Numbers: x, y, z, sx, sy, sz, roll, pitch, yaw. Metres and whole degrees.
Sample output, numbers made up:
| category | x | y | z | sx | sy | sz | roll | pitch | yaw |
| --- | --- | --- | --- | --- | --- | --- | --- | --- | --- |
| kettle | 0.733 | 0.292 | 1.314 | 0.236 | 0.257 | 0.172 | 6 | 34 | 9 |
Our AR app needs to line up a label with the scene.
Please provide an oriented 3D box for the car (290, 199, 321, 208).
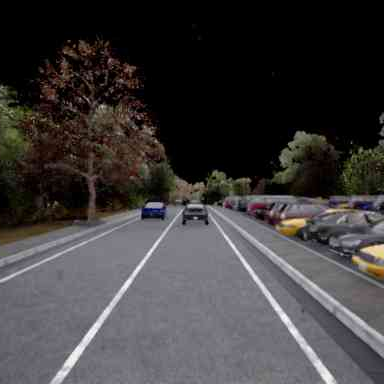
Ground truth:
| category | x | y | z | sx | sy | sz | roll | pitch | yaw |
| --- | --- | --- | --- | --- | --- | --- | --- | --- | --- |
| car | 20.547 | 2.032 | 60.594 | 4.892 | 1.521 | 2.231 | 0 | -1 | 0 |

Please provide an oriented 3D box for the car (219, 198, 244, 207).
| category | x | y | z | sx | sy | sz | roll | pitch | yaw |
| --- | --- | --- | --- | --- | --- | --- | --- | --- | --- |
| car | 7.529 | 1.964 | 63.679 | 4.553 | 1.767 | 2.185 | 0 | -1 | 0 |

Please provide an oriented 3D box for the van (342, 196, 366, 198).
| category | x | y | z | sx | sy | sz | roll | pitch | yaw |
| --- | --- | --- | --- | --- | --- | --- | --- | --- | --- |
| van | 20.263 | 1.407 | 38.441 | 4.442 | 1.987 | 1.878 | 0 | -1 | 0 |

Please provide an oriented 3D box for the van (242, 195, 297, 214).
| category | x | y | z | sx | sy | sz | roll | pitch | yaw |
| --- | --- | --- | --- | --- | --- | --- | --- | --- | --- |
| van | 7.119 | 1.323 | 30.394 | 4.442 | 1.987 | 1.878 | 0 | 0 | 0 |

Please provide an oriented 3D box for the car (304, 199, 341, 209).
| category | x | y | z | sx | sy | sz | roll | pitch | yaw |
| --- | --- | --- | --- | --- | --- | --- | --- | --- | --- |
| car | 20.484 | 1.884 | 52.409 | 5.008 | 1.535 | 2.097 | 0 | -1 | 0 |

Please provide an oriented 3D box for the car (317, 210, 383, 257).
| category | x | y | z | sx | sy | sz | roll | pitch | yaw |
| --- | --- | --- | --- | --- | --- | --- | --- | --- | --- |
| car | 7.090 | 1.514 | 10.960 | 4.892 | 1.521 | 2.231 | 0 | 0 | 0 |

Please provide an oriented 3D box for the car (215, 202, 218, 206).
| category | x | y | z | sx | sy | sz | roll | pitch | yaw |
| --- | --- | --- | --- | --- | --- | --- | --- | --- | --- |
| car | 7.448 | 1.786 | 60.911 | 5.566 | 2.045 | 2.435 | 0 | -1 | 0 |

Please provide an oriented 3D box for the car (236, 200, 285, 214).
| category | x | y | z | sx | sy | sz | roll | pitch | yaw |
| --- | --- | --- | --- | --- | --- | --- | --- | --- | --- |
| car | 7.309 | 1.618 | 35.919 | 4.792 | 1.488 | 2.163 | 0 | -1 | 0 |

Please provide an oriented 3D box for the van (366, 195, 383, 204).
| category | x | y | z | sx | sy | sz | roll | pitch | yaw |
| --- | --- | --- | --- | --- | --- | --- | --- | --- | --- |
| van | 20.221 | 1.326 | 33.050 | 4.442 | 1.987 | 1.878 | 0 | -1 | 0 |

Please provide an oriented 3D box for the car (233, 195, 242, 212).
| category | x | y | z | sx | sy | sz | roll | pitch | yaw |
| --- | --- | --- | --- | --- | --- | --- | --- | --- | --- |
| car | 7.286 | 1.303 | 33.169 | 5.566 | 2.045 | 2.435 | 0 | 0 | 0 |

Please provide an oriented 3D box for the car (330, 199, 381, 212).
| category | x | y | z | sx | sy | sz | roll | pitch | yaw |
| --- | --- | --- | --- | --- | --- | --- | --- | --- | --- |
| car | 20.217 | 1.680 | 41.205 | 5.366 | 1.575 | 1.946 | 0 | -1 | 0 |

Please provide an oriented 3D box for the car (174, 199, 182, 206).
| category | x | y | z | sx | sy | sz | roll | pitch | yaw |
| --- | --- | --- | --- | --- | --- | --- | --- | --- | --- |
| car | -2.792 | 2.261 | 69.334 | 1.812 | 1.442 | 4.674 | 0 | -1 | 0 |

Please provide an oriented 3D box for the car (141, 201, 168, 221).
| category | x | y | z | sx | sy | sz | roll | pitch | yaw |
| --- | --- | --- | --- | --- | --- | --- | --- | --- | --- |
| car | -3.179 | 1.568 | 28.752 | 1.882 | 1.535 | 5.008 | 0 | 0 | 0 |

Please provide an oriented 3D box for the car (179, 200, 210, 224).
| category | x | y | z | sx | sy | sz | roll | pitch | yaw |
| --- | --- | --- | --- | --- | --- | --- | --- | --- | --- |
| car | 0.246 | 1.570 | 25.251 | 1.837 | 1.490 | 4.892 | 0 | -1 | 0 |

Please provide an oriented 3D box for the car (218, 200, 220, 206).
| category | x | y | z | sx | sy | sz | roll | pitch | yaw |
| --- | --- | --- | --- | --- | --- | --- | --- | --- | --- |
| car | 7.484 | 2.017 | 58.129 | 4.792 | 1.488 | 2.163 | 0 | -1 | 0 |

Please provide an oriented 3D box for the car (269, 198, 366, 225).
| category | x | y | z | sx | sy | sz | roll | pitch | yaw |
| --- | --- | --- | --- | --- | --- | --- | --- | --- | --- |
| car | 7.117 | 1.403 | 19.289 | 4.553 | 1.767 | 2.185 | 0 | 0 | 0 |

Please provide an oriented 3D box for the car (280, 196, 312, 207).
| category | x | y | z | sx | sy | sz | roll | pitch | yaw |
| --- | --- | --- | --- | --- | --- | --- | --- | --- | --- |
| car | 20.625 | 1.887 | 66.133 | 5.566 | 2.045 | 2.435 | 0 | -1 | 0 |

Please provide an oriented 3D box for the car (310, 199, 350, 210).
| category | x | y | z | sx | sy | sz | roll | pitch | yaw |
| --- | --- | --- | --- | --- | --- | --- | --- | --- | --- |
| car | 20.461 | 1.832 | 49.514 | 5.008 | 1.535 | 2.097 | 0 | -1 | 0 |

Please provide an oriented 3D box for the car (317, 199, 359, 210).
| category | x | y | z | sx | sy | sz | roll | pitch | yaw |
| --- | --- | --- | --- | --- | --- | --- | --- | --- | --- |
| car | 20.439 | 1.783 | 46.744 | 4.892 | 1.521 | 2.231 | 0 | -1 | 0 |

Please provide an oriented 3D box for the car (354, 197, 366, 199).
| category | x | y | z | sx | sy | sz | roll | pitch | yaw |
| --- | --- | --- | --- | --- | --- | --- | --- | --- | --- |
| car | 20.363 | 1.583 | 35.667 | 5.008 | 1.535 | 2.097 | 0 | -1 | 0 |

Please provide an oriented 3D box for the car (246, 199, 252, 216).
| category | x | y | z | sx | sy | sz | roll | pitch | yaw |
| --- | --- | --- | --- | --- | --- | --- | --- | --- | --- |
| car | 7.217 | 1.584 | 27.617 | 4.674 | 1.452 | 2.002 | 0 | 0 | 0 |

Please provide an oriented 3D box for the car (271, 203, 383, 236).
| category | x | y | z | sx | sy | sz | roll | pitch | yaw |
| --- | --- | --- | --- | --- | --- | --- | --- | --- | --- |
| car | 6.941 | 1.520 | 16.514 | 5.366 | 1.575 | 1.946 | 0 | 0 | 0 |

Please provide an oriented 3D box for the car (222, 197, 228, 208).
| category | x | y | z | sx | sy | sz | roll | pitch | yaw |
| --- | --- | --- | --- | --- | --- | --- | --- | --- | --- |
| car | 7.394 | 1.838 | 49.803 | 5.008 | 1.535 | 2.097 | 0 | -1 | 0 |

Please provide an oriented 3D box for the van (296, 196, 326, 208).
| category | x | y | z | sx | sy | sz | roll | pitch | yaw |
| --- | --- | --- | --- | --- | --- | --- | --- | --- | --- |
| van | 20.649 | 1.755 | 57.827 | 4.442 | 1.987 | 1.878 | 0 | -1 | 0 |

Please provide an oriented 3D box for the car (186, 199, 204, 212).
| category | x | y | z | sx | sy | sz | roll | pitch | yaw |
| --- | --- | --- | --- | --- | --- | --- | --- | --- | --- |
| car | 0.363 | 1.733 | 42.501 | 2.128 | 1.511 | 4.902 | 0 | -1 | 0 |

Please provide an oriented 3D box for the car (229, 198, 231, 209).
| category | x | y | z | sx | sy | sz | roll | pitch | yaw |
| --- | --- | --- | --- | --- | --- | --- | --- | --- | --- |
| car | 7.326 | 1.728 | 41.476 | 4.674 | 1.452 | 2.002 | 0 | -1 | 0 |

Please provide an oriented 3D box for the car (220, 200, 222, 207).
| category | x | y | z | sx | sy | sz | roll | pitch | yaw |
| --- | --- | --- | --- | --- | --- | --- | --- | --- | --- |
| car | 7.435 | 1.977 | 55.354 | 4.674 | 1.452 | 2.002 | 0 | -1 | 0 |

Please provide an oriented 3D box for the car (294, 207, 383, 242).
| category | x | y | z | sx | sy | sz | roll | pitch | yaw |
| --- | --- | --- | --- | --- | --- | --- | --- | --- | --- |
| car | 7.099 | 1.519 | 13.736 | 4.892 | 1.521 | 2.231 | 0 | 0 | 0 |

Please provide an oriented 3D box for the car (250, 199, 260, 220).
| category | x | y | z | sx | sy | sz | roll | pitch | yaw |
| --- | --- | --- | --- | --- | --- | --- | --- | --- | --- |
| car | 7.187 | 1.538 | 24.841 | 5.008 | 1.535 | 2.097 | 0 | 0 | 0 |

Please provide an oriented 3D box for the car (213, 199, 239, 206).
| category | x | y | z | sx | sy | sz | roll | pitch | yaw |
| --- | --- | --- | --- | --- | --- | --- | --- | --- | --- |
| car | 7.378 | 2.282 | 71.994 | 5.366 | 1.575 | 1.946 | 0 | -1 | 0 |

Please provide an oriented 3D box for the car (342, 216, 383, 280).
| category | x | y | z | sx | sy | sz | roll | pitch | yaw |
| --- | --- | --- | --- | --- | --- | --- | --- | --- | --- |
| car | 6.876 | 1.504 | 8.186 | 5.366 | 1.575 | 1.946 | 0 | 0 | 0 |

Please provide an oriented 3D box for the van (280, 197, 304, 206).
| category | x | y | z | sx | sy | sz | roll | pitch | yaw |
| --- | --- | --- | --- | --- | --- | --- | --- | --- | --- |
| van | 20.737 | 1.981 | 69.023 | 4.442 | 1.987 | 1.878 | 0 | -1 | 0 |

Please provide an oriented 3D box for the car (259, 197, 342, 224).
| category | x | y | z | sx | sy | sz | roll | pitch | yaw |
| --- | --- | --- | --- | --- | --- | --- | --- | --- | --- |
| car | 7.139 | 1.408 | 22.065 | 4.553 | 1.767 | 2.185 | 0 | 0 | 0 |

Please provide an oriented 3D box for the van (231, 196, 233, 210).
| category | x | y | z | sx | sy | sz | roll | pitch | yaw |
| --- | --- | --- | --- | --- | --- | --- | --- | --- | --- |
| van | 7.185 | 1.413 | 38.706 | 4.442 | 1.987 | 1.878 | 0 | -1 | 0 |

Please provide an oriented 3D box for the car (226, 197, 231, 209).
| category | x | y | z | sx | sy | sz | roll | pitch | yaw |
| --- | --- | --- | --- | --- | --- | --- | --- | --- | --- |
| car | 7.315 | 1.768 | 44.253 | 4.792 | 1.488 | 2.163 | 0 | -1 | 0 |
